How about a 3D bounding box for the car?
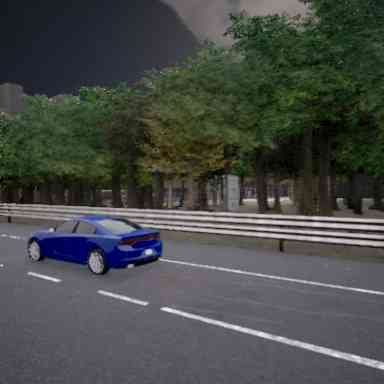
[{"bbox_3d":[-3.192,1.483,10.467,5.008,1.535,1.882,0,0,35],"label":"car"}]
